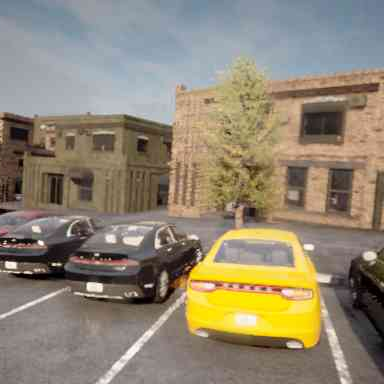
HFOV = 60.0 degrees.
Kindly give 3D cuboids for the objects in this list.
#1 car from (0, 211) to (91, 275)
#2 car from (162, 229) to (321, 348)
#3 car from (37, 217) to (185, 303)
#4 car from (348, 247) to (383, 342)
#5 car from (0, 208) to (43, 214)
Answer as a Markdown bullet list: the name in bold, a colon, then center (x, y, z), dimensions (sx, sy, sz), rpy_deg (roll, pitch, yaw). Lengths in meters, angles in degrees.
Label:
- **car**: center (-3.458, 1.421, 9.898), dimensions (2.231, 1.521, 4.892), rpy_deg (0, -1, 15)
- **car**: center (1.326, 1.454, 6.497), dimensions (2.097, 1.535, 5.008), rpy_deg (0, -1, 15)
- **car**: center (-1.069, 1.438, 8.198), dimensions (2.231, 1.521, 4.892), rpy_deg (0, -1, 15)
- **car**: center (3.709, 1.348, 4.772), dimensions (2.185, 1.767, 4.553), rpy_deg (0, -1, 16)
- **car**: center (-5.845, 1.403, 11.605), dimensions (2.097, 1.535, 5.008), rpy_deg (1, 0, 15)
